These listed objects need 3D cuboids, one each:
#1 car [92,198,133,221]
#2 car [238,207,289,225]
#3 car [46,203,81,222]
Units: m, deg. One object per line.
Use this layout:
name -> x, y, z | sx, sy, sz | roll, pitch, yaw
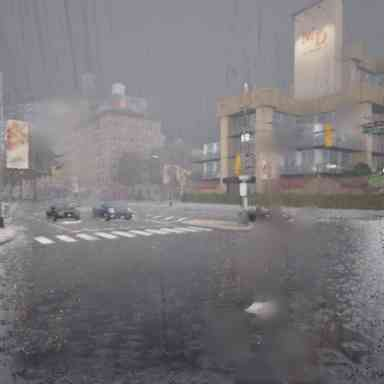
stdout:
car -> -6.778, 1.432, 28.080 | 2.097, 1.767, 4.553 | 0, 0, -36
car -> 5.104, 1.713, 24.505 | 1.895, 1.301, 4.718 | 0, 0, -16
car -> -10.714, 1.630, 27.561 | 1.994, 1.385, 4.181 | 0, 0, -36
